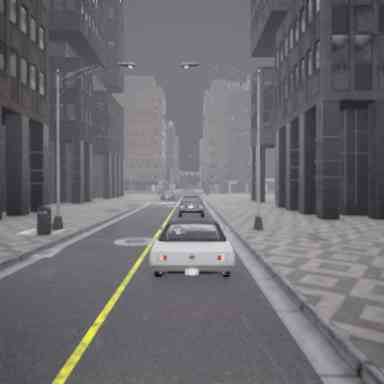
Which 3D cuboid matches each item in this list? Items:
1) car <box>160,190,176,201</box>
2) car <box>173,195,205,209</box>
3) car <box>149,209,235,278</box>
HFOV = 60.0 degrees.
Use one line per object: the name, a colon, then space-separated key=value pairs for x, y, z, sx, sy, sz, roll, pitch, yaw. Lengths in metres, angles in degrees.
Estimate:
car: x=-3.251 y=0.489 z=45.813 sx=2.128 sy=1.511 sz=4.902 roll=0 pitch=1 yaw=0
car: x=-0.028 y=0.986 z=24.582 sx=2.033 sy=1.411 sz=5.357 roll=0 pitch=1 yaw=0
car: x=0.027 y=1.381 z=9.362 sx=1.895 sy=1.301 sz=4.718 roll=0 pitch=1 yaw=1
